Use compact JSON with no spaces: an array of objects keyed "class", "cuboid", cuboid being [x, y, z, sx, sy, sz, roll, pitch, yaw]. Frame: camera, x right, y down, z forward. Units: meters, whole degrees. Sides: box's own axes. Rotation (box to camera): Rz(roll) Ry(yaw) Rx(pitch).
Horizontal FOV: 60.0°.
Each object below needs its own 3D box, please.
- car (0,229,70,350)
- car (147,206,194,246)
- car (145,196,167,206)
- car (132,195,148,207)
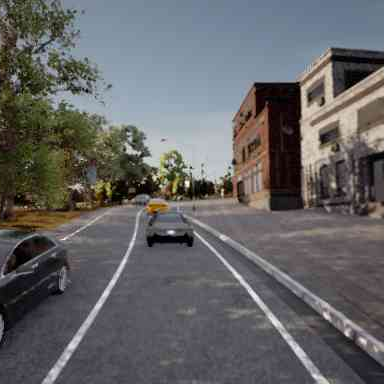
[{"class":"car","cuboid":[-3.647,1.511,5.890,1.837,1.490,4.892,0,0,-3]},{"class":"car","cuboid":[-1.068,1.577,15.321,1.994,1.385,4.181,0,0,-7]},{"class":"car","cuboid":[-3.453,1.423,33.041,1.882,1.535,5.008,0,0,-7]},{"class":"car","cuboid":[-7.434,1.208,49.460,2.097,1.767,4.553,-1,0,5]}]
